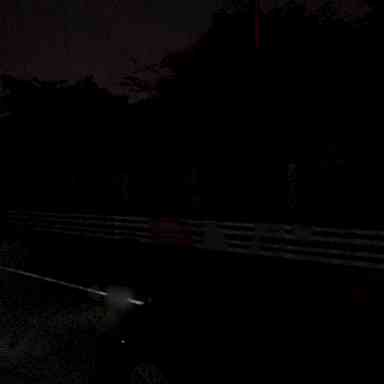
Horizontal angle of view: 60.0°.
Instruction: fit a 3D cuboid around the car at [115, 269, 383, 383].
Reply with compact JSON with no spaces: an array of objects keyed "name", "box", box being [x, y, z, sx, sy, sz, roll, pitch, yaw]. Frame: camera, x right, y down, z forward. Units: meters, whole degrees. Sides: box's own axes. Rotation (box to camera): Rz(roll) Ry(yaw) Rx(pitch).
[{"name":"car","box":[1.453,1.479,2.954,5.008,1.535,1.882,0,0,36]}]
